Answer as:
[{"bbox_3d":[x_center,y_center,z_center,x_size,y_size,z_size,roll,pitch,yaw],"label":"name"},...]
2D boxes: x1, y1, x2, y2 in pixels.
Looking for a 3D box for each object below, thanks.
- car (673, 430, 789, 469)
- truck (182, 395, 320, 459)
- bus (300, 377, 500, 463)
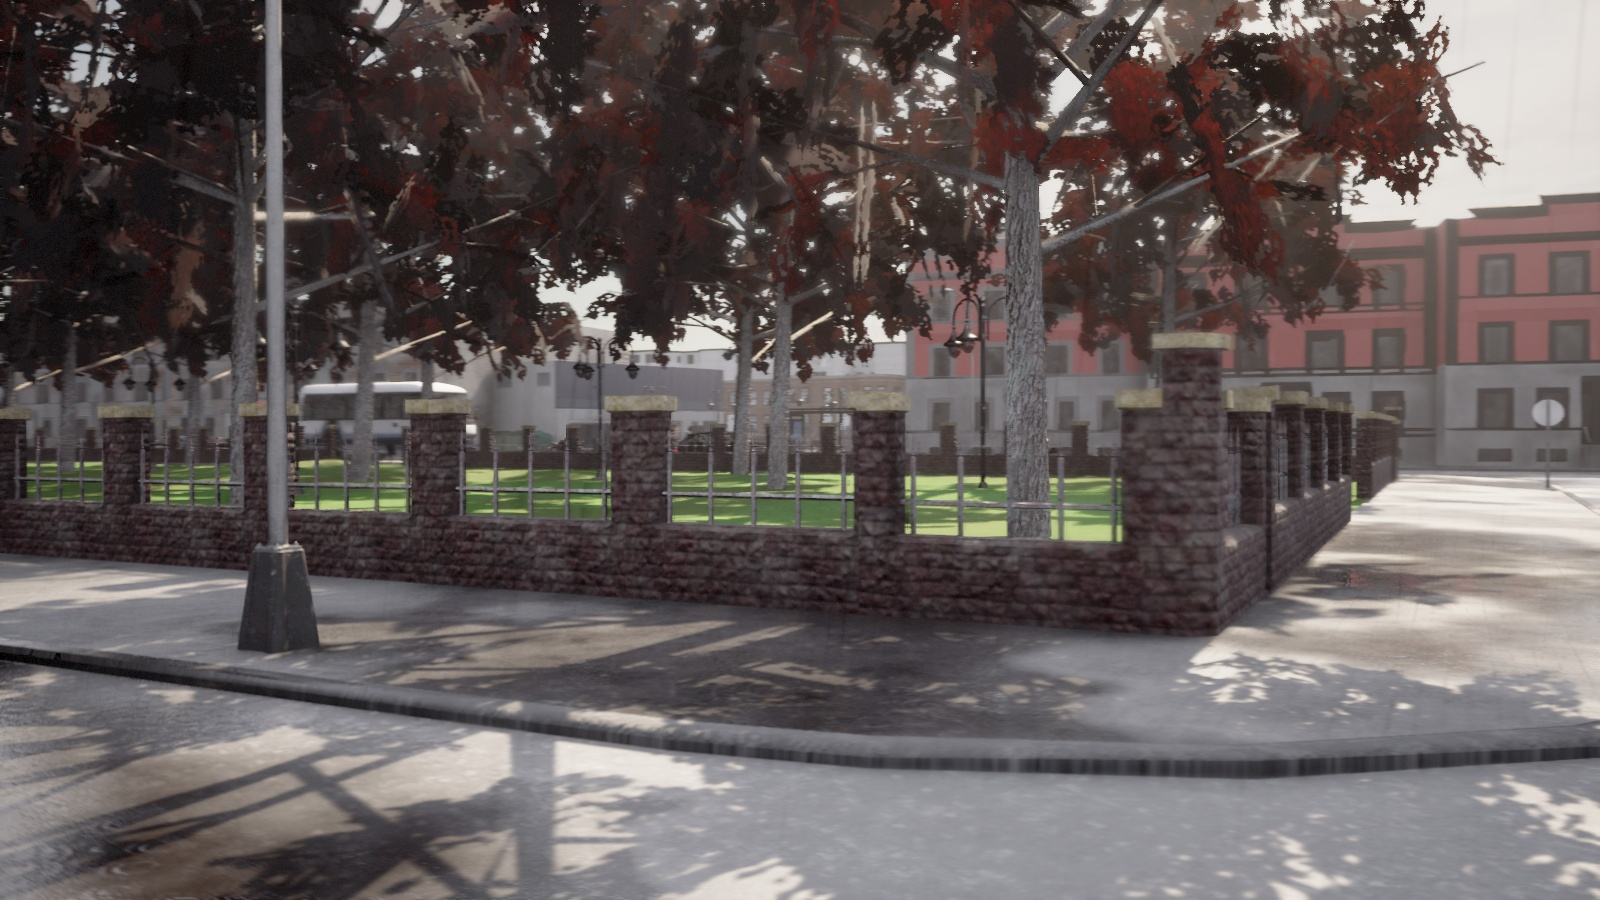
[{"bbox_3d":[-3.105,-0.049,56.504,4.856,1.649,2.033,1,1,28],"label":"car"},{"bbox_3d":[-31.289,-1.294,71.487,7.936,3.462,2.891,1,1,28],"label":"truck"},{"bbox_3d":[-21.101,-1.568,66.069,10.273,4.253,3.944,1,1,28],"label":"bus"}]
